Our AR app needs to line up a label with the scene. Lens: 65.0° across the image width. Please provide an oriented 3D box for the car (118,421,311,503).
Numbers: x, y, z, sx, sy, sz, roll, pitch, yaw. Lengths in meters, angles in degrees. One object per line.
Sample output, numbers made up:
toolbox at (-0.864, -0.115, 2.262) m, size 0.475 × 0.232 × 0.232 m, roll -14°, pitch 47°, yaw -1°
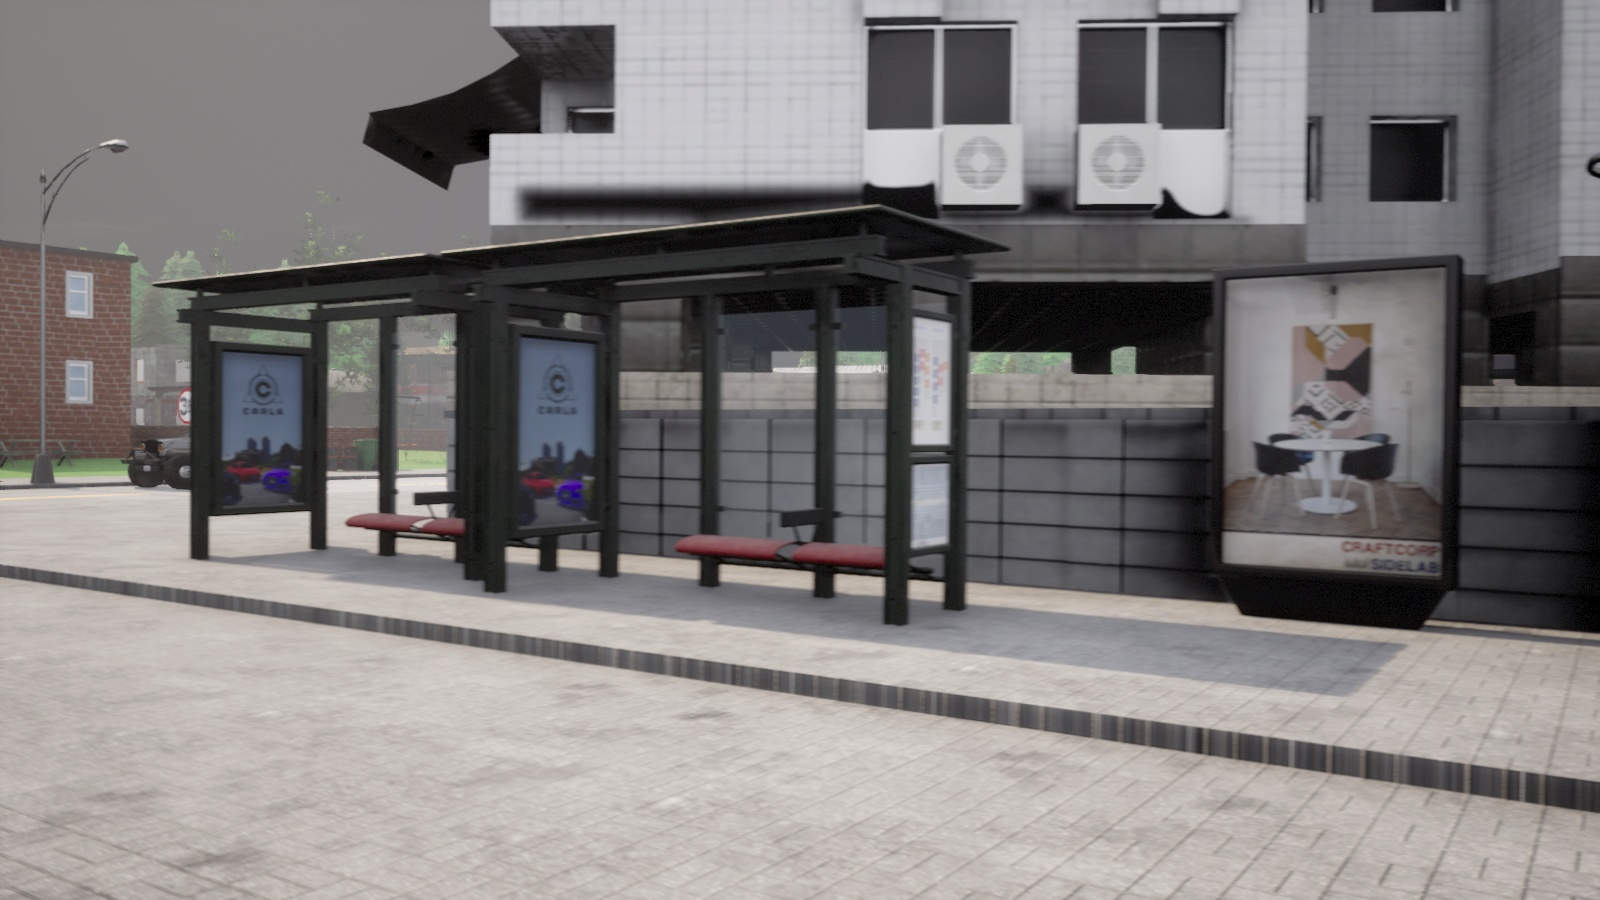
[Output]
car at (-14.329, 0.235, 30.918) m, size 1.905 × 1.878 × 3.866 m, roll 0°, pitch 1°, yaw 34°
